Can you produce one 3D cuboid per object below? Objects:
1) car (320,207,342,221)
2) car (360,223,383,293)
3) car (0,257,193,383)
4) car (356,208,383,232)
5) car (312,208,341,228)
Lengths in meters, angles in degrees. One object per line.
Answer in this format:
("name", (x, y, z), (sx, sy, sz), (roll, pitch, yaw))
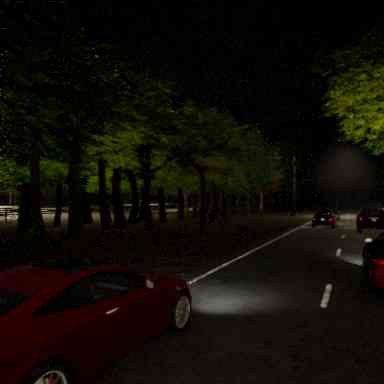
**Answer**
("car", (16.498, 2.574, 39.243), (2.033, 1.411, 5.357), (-1, -2, 26))
("car", (5.845, 1.799, 9.117), (1.994, 1.385, 4.181), (-1, -2, 26))
("car", (-1.641, 1.669, 4.750), (1.812, 1.442, 4.674), (-1, -2, 26))
("car", (13.582, 2.011, 25.040), (2.097, 1.767, 4.553), (-1, -2, 26))
("car", (11.700, 2.330, 29.218), (2.033, 1.411, 5.357), (-1, -2, 26))
